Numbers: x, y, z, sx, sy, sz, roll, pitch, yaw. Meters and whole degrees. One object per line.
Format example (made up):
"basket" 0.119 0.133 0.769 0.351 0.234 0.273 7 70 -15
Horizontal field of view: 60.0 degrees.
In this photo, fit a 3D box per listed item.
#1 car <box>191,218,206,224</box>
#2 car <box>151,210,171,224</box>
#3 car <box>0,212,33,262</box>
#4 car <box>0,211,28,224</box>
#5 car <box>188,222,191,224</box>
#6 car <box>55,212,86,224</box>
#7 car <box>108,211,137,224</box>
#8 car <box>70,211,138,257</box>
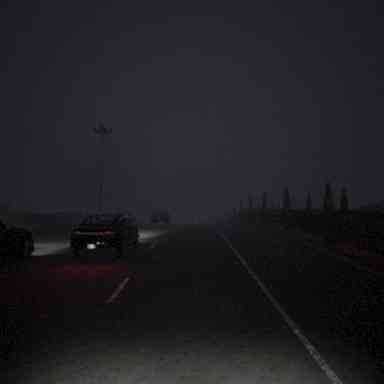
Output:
"car" 1.219 4.883 53.353 1.812 1.442 4.674 0 -8 0
"car" -3.405 2.794 37.060 2.128 1.511 4.902 0 -6 0
"car" -6.901 1.474 10.444 2.097 1.767 4.553 0 -1 0
"car" -21.098 2.940 37.953 2.033 1.411 5.357 0 -6 0
"car" -0.007 7.277 71.969 1.837 1.490 4.892 0 -8 0
"car" -14.100 3.092 38.937 1.895 1.301 4.718 0 -6 0
"car" -6.904 2.598 33.669 1.895 1.301 4.718 0 -5 0
"car" -3.402 1.651 13.672 2.128 1.511 4.902 0 -1 0
